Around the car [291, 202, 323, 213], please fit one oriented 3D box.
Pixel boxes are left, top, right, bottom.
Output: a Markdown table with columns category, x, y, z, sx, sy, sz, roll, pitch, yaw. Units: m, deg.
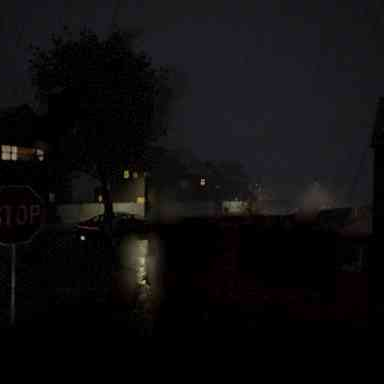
| category | x | y | z | sx | sy | sz | roll | pitch | yaw |
| --- | --- | --- | --- | --- | --- | --- | --- | --- | --- |
| car | 13.974 | 2.206 | 40.346 | 1.812 | 1.442 | 4.674 | 2 | 0 | 36 |

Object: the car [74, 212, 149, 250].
| category | x | y | z | sx | sy | sz | roll | pitch | yaw |
| --- | --- | --- | --- | --- | --- | --- | --- | --- | --- |
| car | -3.102 | 1.712 | 15.652 | 2.128 | 1.511 | 4.902 | 2 | 0 | 35 |

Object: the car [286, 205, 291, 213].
| category | x | y | z | sx | sy | sz | roll | pitch | yaw |
| --- | --- | --- | --- | --- | --- | --- | --- | --- | --- |
| car | 14.608 | 2.264 | 46.198 | 1.994 | 1.385 | 4.181 | 2 | 0 | 35 |

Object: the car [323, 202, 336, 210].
| category | x | y | z | sx | sy | sz | roll | pitch | yaw |
| --- | --- | --- | --- | --- | --- | --- | --- | --- | --- |
| car | 19.697 | 2.202 | 48.729 | 2.097 | 1.767 | 4.553 | 2 | 0 | 35 |
